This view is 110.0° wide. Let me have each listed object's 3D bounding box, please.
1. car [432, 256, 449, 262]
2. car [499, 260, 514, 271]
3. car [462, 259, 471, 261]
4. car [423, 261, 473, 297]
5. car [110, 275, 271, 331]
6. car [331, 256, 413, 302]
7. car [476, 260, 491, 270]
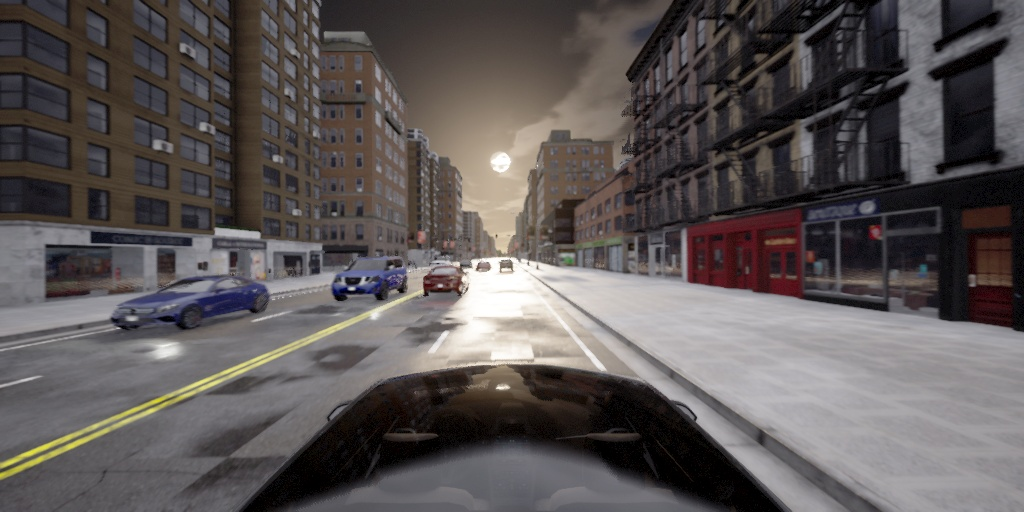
[{"bbox_3d":[-10.776,1.057,54.410,2.150,2.045,5.566,-1,0,-1],"label":"car"},{"bbox_3d":[-0.774,1.238,49.340,1.837,1.490,4.892,-1,0,-1],"label":"car"},{"bbox_3d":[-7.608,1.311,59.360,1.837,1.490,4.892,-1,0,-1],"label":"car"},{"bbox_3d":[-3.452,1.256,19.463,1.882,1.535,5.008,-1,0,-1],"label":"car"},{"bbox_3d":[-10.005,1.377,11.727,1.812,1.442,4.674,-1,0,-1],"label":"car"},{"bbox_3d":[-6.878,1.036,18.039,2.150,2.045,5.566,-1,0,-1],"label":"car"},{"bbox_3d":[-4.078,1.332,52.151,1.994,1.385,4.181,-1,0,-1],"label":"car"}]
